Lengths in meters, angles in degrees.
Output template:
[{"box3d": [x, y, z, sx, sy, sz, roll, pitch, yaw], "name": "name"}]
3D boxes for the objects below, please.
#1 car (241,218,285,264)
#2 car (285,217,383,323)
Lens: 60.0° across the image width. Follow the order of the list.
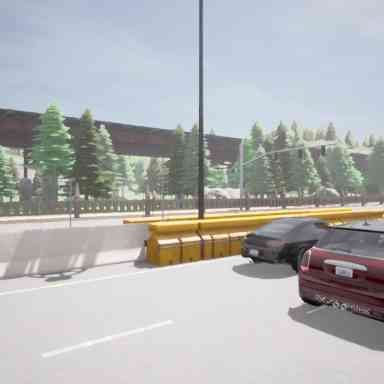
[{"box3d": [3.612, 1.526, 10.628, 4.674, 1.442, 1.812, 0, 0, -35], "name": "car"}, {"box3d": [4.269, 1.352, 6.802, 4.553, 1.767, 2.097, 0, 0, -36], "name": "car"}]
